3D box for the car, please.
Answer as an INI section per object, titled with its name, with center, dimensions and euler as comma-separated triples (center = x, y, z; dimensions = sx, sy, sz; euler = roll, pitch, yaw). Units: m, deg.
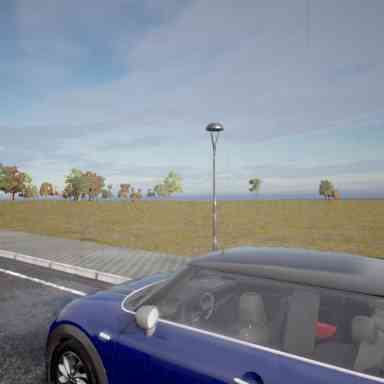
[car]
center = 0.541, 1.353, 3.328
dimensions = 4.553, 1.767, 2.097
euler = 0, 0, 36
